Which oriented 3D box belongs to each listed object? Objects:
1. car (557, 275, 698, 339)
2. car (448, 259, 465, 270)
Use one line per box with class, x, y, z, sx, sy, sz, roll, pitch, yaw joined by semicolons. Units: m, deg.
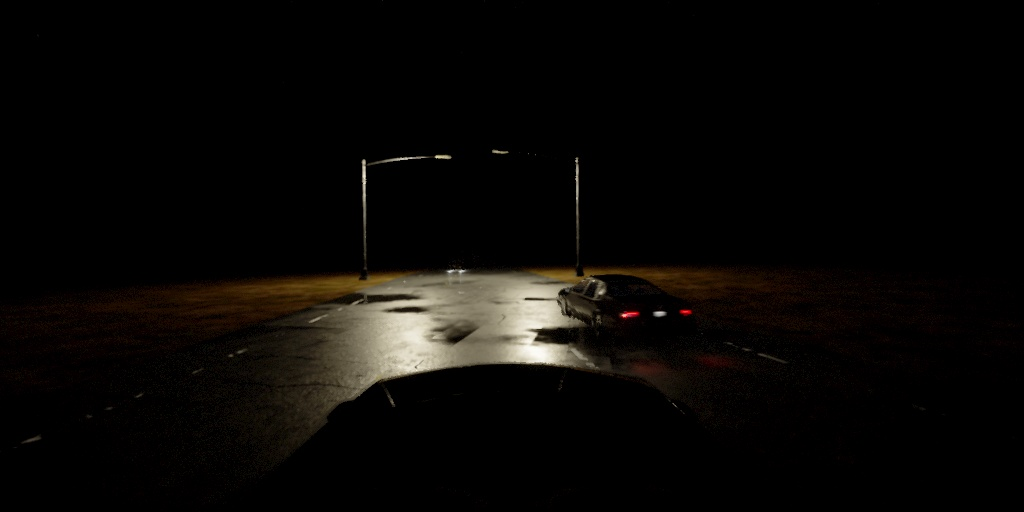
car;2.738;1.243;9.901;2.033;1.411;5.357;-1;0;-7
car;-7.810;1.188;50.989;1.837;1.490;4.892;-1;0;0
